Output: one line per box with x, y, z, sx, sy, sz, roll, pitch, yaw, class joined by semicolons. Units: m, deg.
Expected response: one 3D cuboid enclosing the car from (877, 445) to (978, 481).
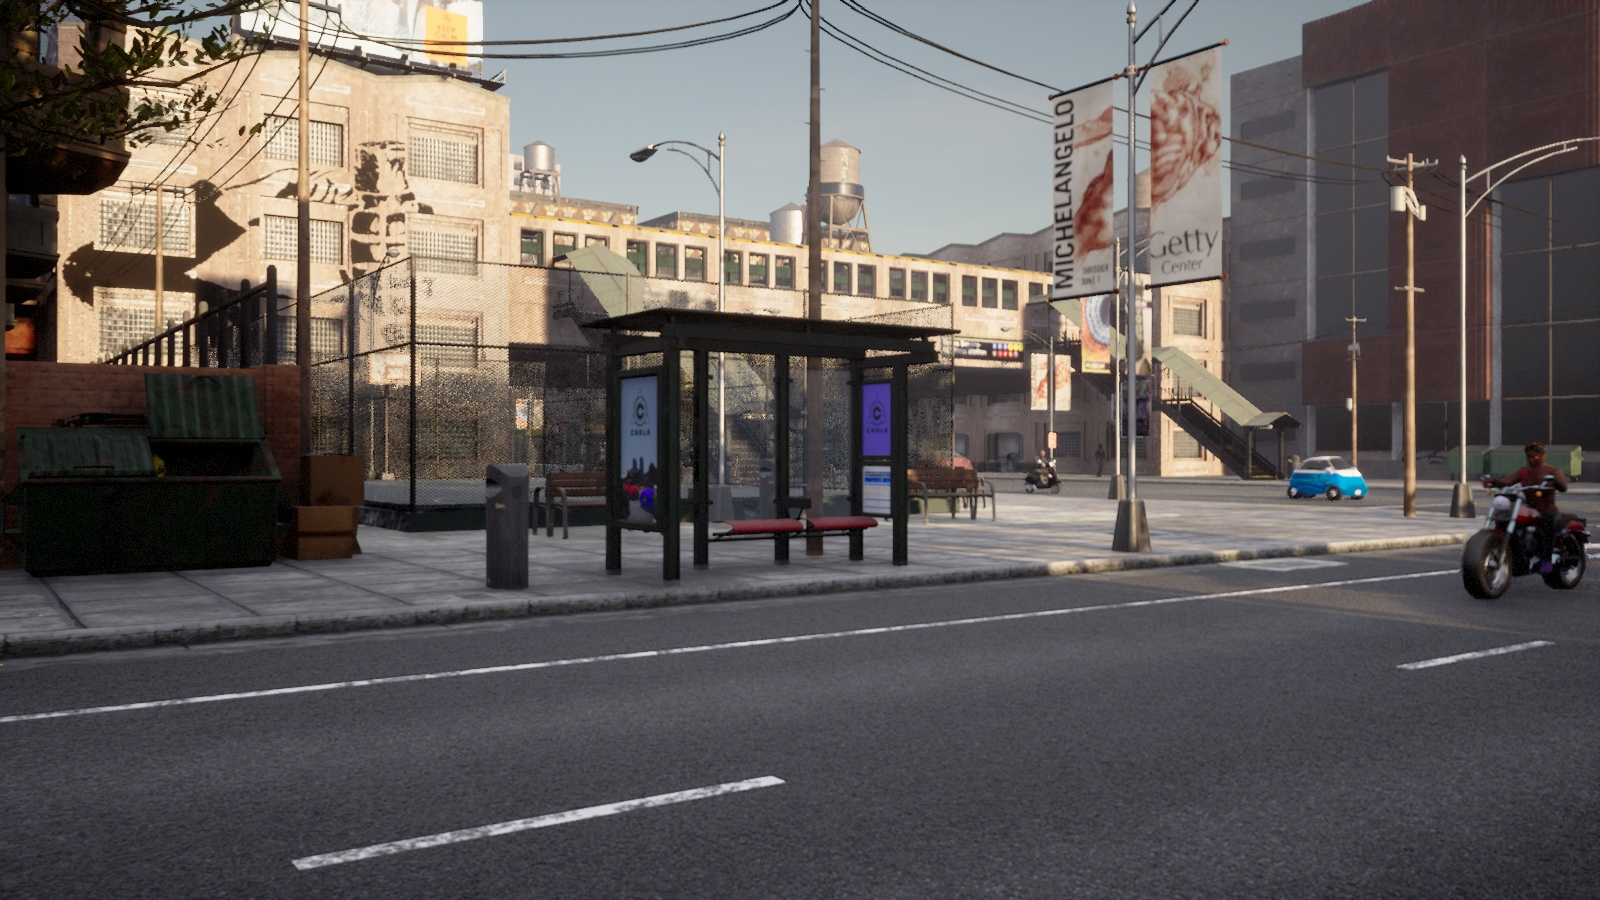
6.153;0.614;61.069;2.152;1.651;5.027;0;0;-34;car

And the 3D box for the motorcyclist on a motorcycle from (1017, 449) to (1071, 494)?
8.715;0.752;44.901;0.866;1.590;1.817;0;0;-34;motorcyclist on a motorcycle

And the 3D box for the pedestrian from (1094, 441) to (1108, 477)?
15.960;0.472;66.638;0.402;1.930;0.666;0;0;-23;pedestrian

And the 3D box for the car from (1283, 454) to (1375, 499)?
16.627;0.819;39.518;1.481;1.376;2.207;0;0;-34;car

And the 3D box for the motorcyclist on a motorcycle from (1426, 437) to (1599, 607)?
7.588;0.696;13.191;2.350;1.649;0.766;0;0;-35;motorcyclist on a motorcycle
